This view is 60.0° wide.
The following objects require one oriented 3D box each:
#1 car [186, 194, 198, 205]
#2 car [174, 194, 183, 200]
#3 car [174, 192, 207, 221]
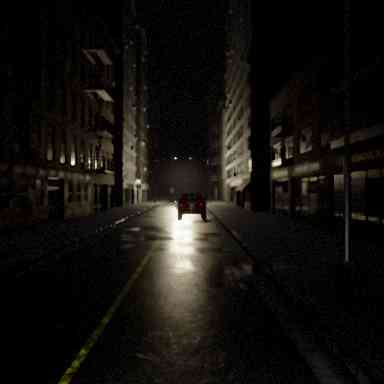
[{"bbox_3d":[-0.008,1.180,53.565,1.882,1.535,5.008,0,0,0],"label":"car"},{"bbox_3d":[-3.011,1.169,75.975,1.994,1.385,4.181,0,0,0],"label":"car"},{"bbox_3d":[-0.005,1.030,26.363,2.150,2.045,5.566,0,0,0],"label":"car"}]
